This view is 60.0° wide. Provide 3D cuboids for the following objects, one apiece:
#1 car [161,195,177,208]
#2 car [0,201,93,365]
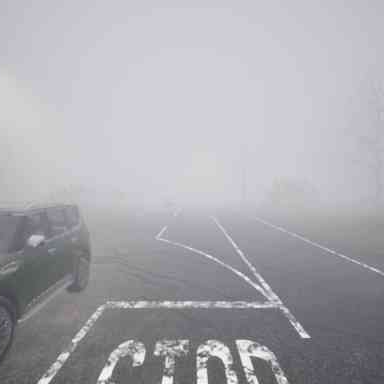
[{"bbox_3d":[-3.349,1.305,48.279,2.097,1.767,4.553,0,0,0],"label":"car"},{"bbox_3d":[-3.499,1.224,5.947,2.150,2.045,5.566,0,0,0],"label":"car"}]
